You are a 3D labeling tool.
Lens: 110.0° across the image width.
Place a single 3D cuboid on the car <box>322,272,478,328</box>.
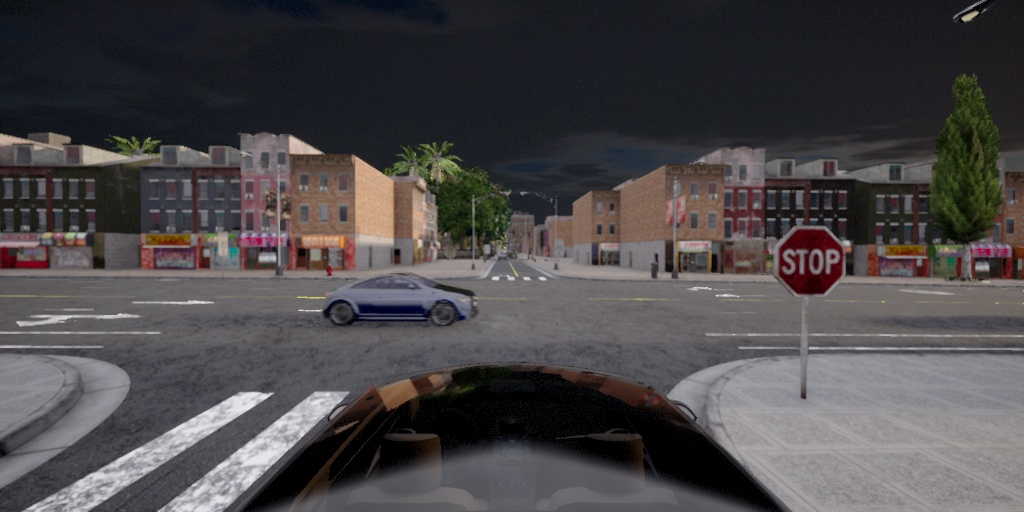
[{"bbox_3d":[-3.075,1.176,10.313,4.181,1.385,1.994,1,1,-2],"label":"car"}]
